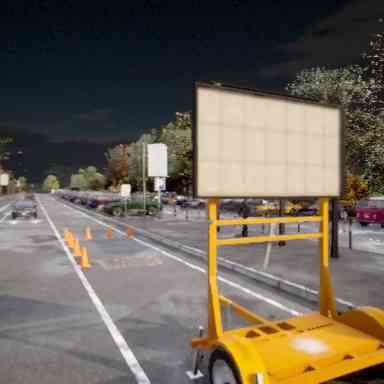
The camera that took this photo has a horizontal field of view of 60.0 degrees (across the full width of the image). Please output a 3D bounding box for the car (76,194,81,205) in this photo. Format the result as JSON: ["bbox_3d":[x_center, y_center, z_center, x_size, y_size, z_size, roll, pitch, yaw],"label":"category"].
[{"bbox_3d":[-13.976,1.365,48.713,4.792,1.488,2.163,0,0,-26],"label":"car"}]

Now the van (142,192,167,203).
[{"bbox_3d":[-7.252,1.027,65.052,4.442,1.987,1.878,0,1,-26],"label":"van"}]

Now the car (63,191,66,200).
[{"bbox_3d":[-22.555,1.114,66.368,4.892,1.521,2.231,0,1,-26],"label":"car"}]

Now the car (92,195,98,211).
[{"bbox_3d":[-6.844,1.422,33.476,5.366,1.575,1.946,0,0,-26],"label":"car"}]

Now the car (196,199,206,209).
[{"bbox_3d":[3.526,1.449,42.511,5.008,1.535,2.097,0,0,-26],"label":"car"}]

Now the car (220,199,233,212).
[{"bbox_3d":[5.945,1.477,37.514,4.892,1.521,2.231,0,0,-26],"label":"car"}]

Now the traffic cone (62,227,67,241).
[{"bbox_3d":[-5.907,1.952,15.579,0.340,0.580,0.340,0,0,-26],"label":"traffic cone"}]

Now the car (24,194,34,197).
[{"bbox_3d":[-32.365,1.027,66.165,2.033,1.411,5.357,0,1,-26],"label":"car"}]

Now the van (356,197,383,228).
[{"bbox_3d":[13.296,1.328,22.571,4.442,1.987,1.878,0,0,-26],"label":"van"}]

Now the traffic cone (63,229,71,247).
[{"bbox_3d":[-5.039,1.959,13.777,0.340,0.580,0.340,0,0,-26],"label":"traffic cone"}]

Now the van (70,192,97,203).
[{"bbox_3d":[-20.001,0.958,61.372,4.442,1.987,1.878,0,1,-26],"label":"van"}]

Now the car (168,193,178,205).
[{"bbox_3d":[-1.148,1.387,52.587,5.366,1.575,1.946,0,0,-26],"label":"car"}]

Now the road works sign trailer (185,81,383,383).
[{"bbox_3d":[0.979,0.483,4.467,2.380,3.560,2.880,0,0,-26],"label":"road works sign trailer"}]

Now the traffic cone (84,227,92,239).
[{"bbox_3d":[-5.008,1.955,16.013,0.340,0.580,0.340,0,0,-26],"label":"traffic cone"}]

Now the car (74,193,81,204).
[{"bbox_3d":[-15.227,1.351,51.227,4.674,1.452,2.002,0,0,-26],"label":"car"}]

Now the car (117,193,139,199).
[{"bbox_3d":[-15.813,1.010,82.497,4.892,1.521,2.231,0,1,-26],"label":"car"}]

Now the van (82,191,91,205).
[{"bbox_3d":[-11.665,1.146,43.603,4.442,1.987,1.878,0,0,-26],"label":"van"}]

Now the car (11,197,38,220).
[{"bbox_3d":[-14.070,1.445,27.993,1.812,1.442,4.674,0,0,-26],"label":"car"}]

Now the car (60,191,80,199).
[{"bbox_3d":[-29.899,0.777,81.496,4.553,1.767,2.185,0,1,-26],"label":"car"}]

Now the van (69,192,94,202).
[{"bbox_3d":[-21.222,0.923,63.896,4.442,1.987,1.878,0,1,-26],"label":"van"}]

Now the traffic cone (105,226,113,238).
[{"bbox_3d":[-4.108,1.958,16.447,0.340,0.580,0.340,0,0,-26],"label":"traffic cone"}]

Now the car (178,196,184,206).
[{"bbox_3d":[1.100,1.424,47.503,4.892,1.521,2.231,0,0,-26],"label":"car"}]

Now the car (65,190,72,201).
[{"bbox_3d":[-18.910,0.968,58.785,5.566,2.045,2.435,0,1,-26],"label":"car"}]

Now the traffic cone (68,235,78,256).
[{"bbox_3d":[-4.171,1.964,11.976,0.340,0.580,0.340,0,0,-26],"label":"traffic cone"}]

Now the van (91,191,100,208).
[{"bbox_3d":[-9.012,1.174,38.654,4.442,1.987,1.878,0,0,-26],"label":"van"}]

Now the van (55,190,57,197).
[{"bbox_3d":[-32.416,0.606,86.505,4.442,1.987,1.878,0,1,-26],"label":"van"}]

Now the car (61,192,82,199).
[{"bbox_3d":[-28.679,0.812,78.973,4.553,1.767,2.185,0,1,-26],"label":"car"}]

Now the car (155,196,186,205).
[{"bbox_3d":[-3.707,1.375,57.520,4.792,1.488,2.163,0,0,-26],"label":"car"}]

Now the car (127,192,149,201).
[{"bbox_3d":[-12.164,0.988,75.011,4.553,1.767,2.185,0,1,-26],"label":"car"}]

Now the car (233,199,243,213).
[{"bbox_3d":[7.174,1.518,35.026,4.792,1.488,2.163,0,0,-26],"label":"car"}]

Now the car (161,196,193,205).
[{"bbox_3d":[-2.548,1.401,54.989,4.792,1.488,2.163,0,0,-26],"label":"car"}]

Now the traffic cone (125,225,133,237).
[{"bbox_3d":[-3.209,1.961,16.880,0.340,0.580,0.340,0,0,-25],"label":"traffic cone"}]

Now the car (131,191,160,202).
[{"bbox_3d":[-9.747,0.932,70.010,5.566,2.045,2.435,0,1,-26],"label":"car"}]

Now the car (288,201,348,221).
[{"bbox_3d":[10.747,1.557,27.504,4.792,1.488,2.163,0,0,-26],"label":"car"}]

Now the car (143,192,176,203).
[{"bbox_3d":[-6.122,1.036,62.515,5.566,2.045,2.435,0,1,-26],"label":"car"}]

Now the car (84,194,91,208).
[{"bbox_3d":[-10.344,1.386,41.125,5.008,1.535,2.097,0,0,-26],"label":"car"}]

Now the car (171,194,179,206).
[{"bbox_3d":[-0.109,1.408,50.004,5.008,1.535,2.097,0,0,-26],"label":"car"}]

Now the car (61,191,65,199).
[{"bbox_3d":[-24.993,1.083,71.416,4.674,1.452,2.002,0,1,-26],"label":"car"}]

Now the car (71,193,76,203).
[{"bbox_3d":[-16.439,1.284,53.754,4.892,1.521,2.231,0,0,-26],"label":"car"}]

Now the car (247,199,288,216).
[{"bbox_3d":[8.189,1.498,32.434,5.366,1.575,1.946,0,0,-26],"label":"car"}]

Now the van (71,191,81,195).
[{"bbox_3d":[-17.561,1.028,56.327,4.442,1.987,1.878,0,0,-26],"label":"van"}]

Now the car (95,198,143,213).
[{"bbox_3d":[-7.896,1.453,36.082,4.674,1.452,2.002,0,0,-26],"label":"car"}]

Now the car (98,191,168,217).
[{"bbox_3d":[-5.481,1.187,31.020,5.566,2.045,2.435,0,0,-26],"label":"car"}]

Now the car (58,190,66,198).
[{"bbox_3d":[-26.234,0.756,73.926,5.566,2.045,2.435,0,1,-26],"label":"car"}]

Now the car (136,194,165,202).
[{"bbox_3d":[-8.399,1.215,67.582,5.366,1.575,1.946,0,1,-26],"label":"car"}]

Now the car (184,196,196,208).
[{"bbox_3d":[2.288,1.185,44.995,5.566,2.045,2.435,0,0,-26],"label":"car"}]

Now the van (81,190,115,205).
[{"bbox_3d":[-12.675,1.128,46.226,4.442,1.987,1.878,0,0,-26],"label":"van"}]

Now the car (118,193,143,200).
[{"bbox_3d":[-14.776,1.040,79.914,5.366,1.575,1.946,0,1,-26],"label":"car"}]

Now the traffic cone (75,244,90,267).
[{"bbox_3d":[-3.302,1.970,10.174,0.340,0.580,0.340,0,0,-26],"label":"traffic cone"}]
